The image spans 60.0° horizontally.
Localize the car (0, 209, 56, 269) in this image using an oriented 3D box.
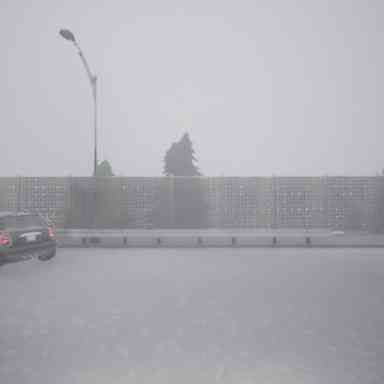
[{"bbox_3d":[-6.801,1.441,11.126,4.553,1.767,2.097,0,0,27],"label":"car"}]
